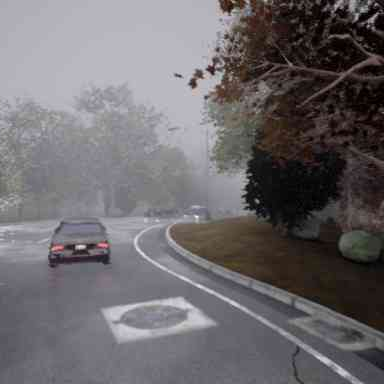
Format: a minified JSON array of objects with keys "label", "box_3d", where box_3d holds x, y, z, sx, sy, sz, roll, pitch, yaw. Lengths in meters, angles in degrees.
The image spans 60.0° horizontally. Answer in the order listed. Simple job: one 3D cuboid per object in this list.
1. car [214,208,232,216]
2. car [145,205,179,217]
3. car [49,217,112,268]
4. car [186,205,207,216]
[{"label":"car","box_3d":[5.189,3.332,54.966,1.994,1.385,4.181,-1,-5,24]},{"label":"car","box_3d":[-3.186,2.019,36.147,1.895,1.301,4.718,-1,-3,24]},{"label":"car","box_3d":[-3.873,1.600,11.707,2.033,1.411,5.357,-1,0,-17]},{"label":"car","box_3d":[0.777,2.467,45.067,1.812,1.442,4.674,-1,-4,24]}]
